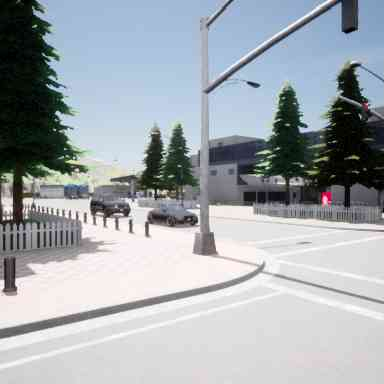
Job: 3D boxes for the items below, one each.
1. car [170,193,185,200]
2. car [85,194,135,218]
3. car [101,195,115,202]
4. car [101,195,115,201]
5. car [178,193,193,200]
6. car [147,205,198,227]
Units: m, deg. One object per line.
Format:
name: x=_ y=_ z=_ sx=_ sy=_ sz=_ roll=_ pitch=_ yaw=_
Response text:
car: x=-3.877 y=1.113 z=86.017 sx=1.932 sy=1.855 sz=4.605 roll=0 pitch=0 yaw=-37
car: x=-7.837 y=1.237 z=31.401 sx=2.150 sy=2.045 sz=5.566 roll=0 pitch=0 yaw=-37
car: x=-18.884 y=1.389 z=75.056 sx=1.845 sy=1.501 sz=3.633 roll=0 pitch=0 yaw=-37
car: x=-20.912 y=1.400 z=82.792 sx=1.970 sy=1.475 sz=3.806 roll=0 pitch=0 yaw=-37
car: x=-1.789 y=1.092 z=88.079 sx=1.905 sy=1.878 sz=3.866 roll=0 pitch=0 yaw=-37
car: x=-1.401 y=1.579 z=22.884 sx=1.994 sy=1.385 sz=4.181 roll=0 pitch=0 yaw=-37
